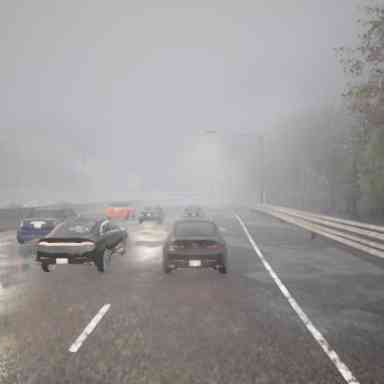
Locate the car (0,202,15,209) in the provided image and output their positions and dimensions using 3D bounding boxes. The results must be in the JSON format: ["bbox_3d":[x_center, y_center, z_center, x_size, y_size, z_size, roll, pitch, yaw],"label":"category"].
[{"bbox_3d":[-24.487,2.066,44.003,1.812,1.442,4.674,0,-1,0],"label":"car"}]

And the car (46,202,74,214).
[{"bbox_3d":[-17.488,2.050,44.300,1.837,1.490,4.892,0,-1,0],"label":"car"}]

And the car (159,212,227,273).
[{"bbox_3d":[0.098,1.642,11.208,1.837,1.490,4.892,0,0,0],"label":"car"}]

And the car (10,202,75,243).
[{"bbox_3d":[-6.872,1.556,16.972,2.097,1.767,4.553,0,-1,0],"label":"car"}]

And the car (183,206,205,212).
[{"bbox_3d":[0.149,1.896,28.542,2.033,1.411,5.357,0,-1,0],"label":"car"}]

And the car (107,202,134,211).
[{"bbox_3d":[-6.837,1.747,32.433,2.097,1.767,4.553,0,-1,0],"label":"car"}]

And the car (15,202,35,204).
[{"bbox_3d":[-20.988,2.067,44.014,1.812,1.442,4.674,0,-1,0],"label":"car"}]

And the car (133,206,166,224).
[{"bbox_3d":[-3.350,1.895,28.531,2.033,1.411,5.357,0,-1,0],"label":"car"}]

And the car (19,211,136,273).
[{"bbox_3d":[-3.403,1.626,11.174,2.128,1.511,4.902,0,-1,0],"label":"car"}]
